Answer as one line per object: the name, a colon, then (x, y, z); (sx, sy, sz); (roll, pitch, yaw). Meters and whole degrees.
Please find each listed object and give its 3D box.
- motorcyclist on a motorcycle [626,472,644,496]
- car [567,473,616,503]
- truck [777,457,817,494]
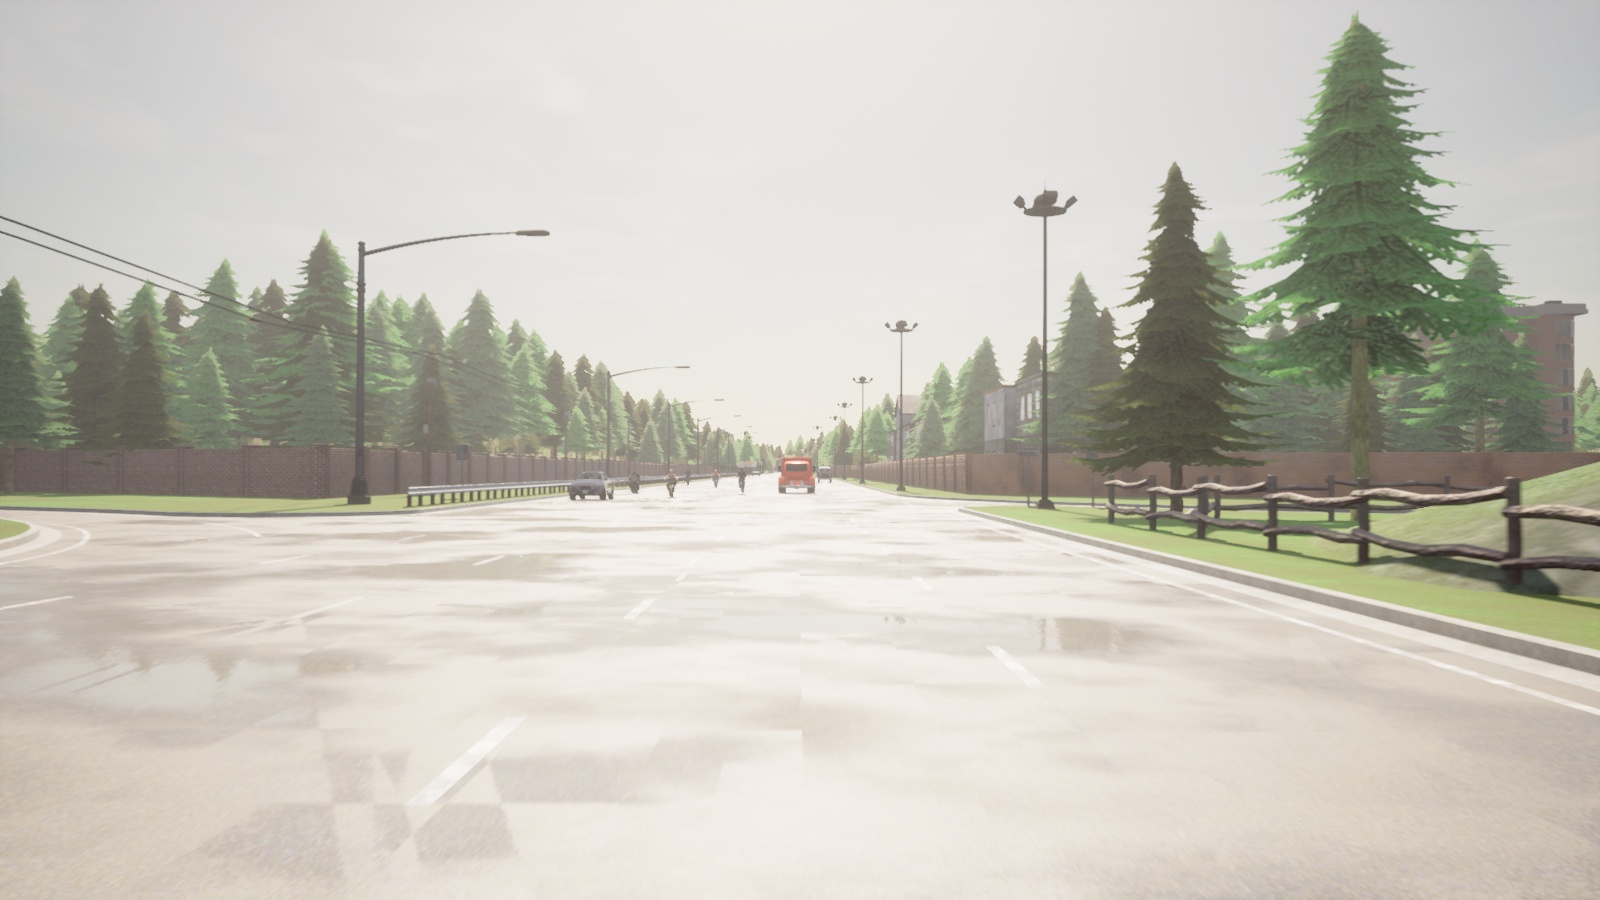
motorcyclist on a motorcycle: (-10.698, 2.214, 81.482); (0.866, 1.530, 2.191); (0, -1, 0)
car: (-10.656, 1.917, 64.527); (1.816, 1.474, 4.193); (0, -1, 0)
truck: (-0.211, 1.726, 86.202); (2.627, 2.467, 5.204); (0, -1, 0)
